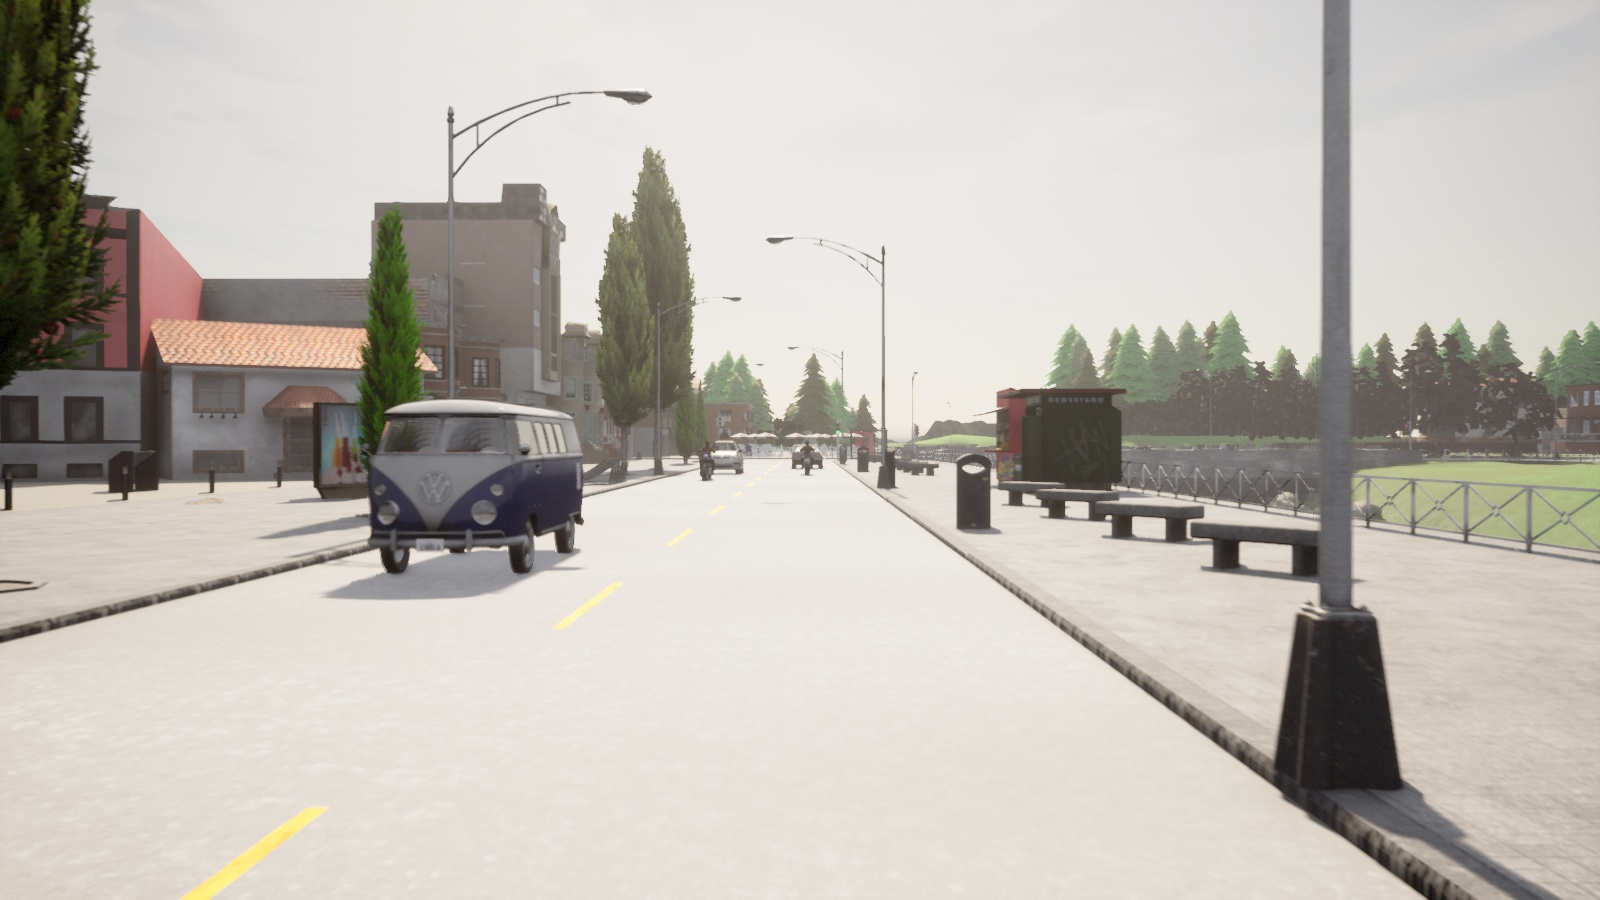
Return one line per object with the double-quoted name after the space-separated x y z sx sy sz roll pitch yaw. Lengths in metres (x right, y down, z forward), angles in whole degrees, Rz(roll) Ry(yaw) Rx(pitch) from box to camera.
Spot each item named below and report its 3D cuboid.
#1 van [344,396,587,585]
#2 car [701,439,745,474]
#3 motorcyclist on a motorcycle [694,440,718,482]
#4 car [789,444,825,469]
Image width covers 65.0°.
-3.898 0.409 15.438 1.775 1.987 4.442 0 0 0 "van"
-3.650 0.302 60.355 1.851 1.617 3.988 0 0 0 "car"
-3.709 0.413 49.769 0.766 1.649 2.350 0 0 0 "motorcyclist on a motorcycle"
0.423 0.378 73.870 2.033 1.411 5.357 0 0 0 "car"
